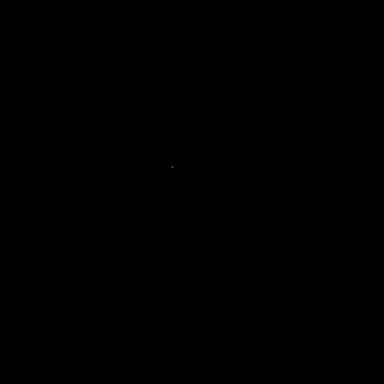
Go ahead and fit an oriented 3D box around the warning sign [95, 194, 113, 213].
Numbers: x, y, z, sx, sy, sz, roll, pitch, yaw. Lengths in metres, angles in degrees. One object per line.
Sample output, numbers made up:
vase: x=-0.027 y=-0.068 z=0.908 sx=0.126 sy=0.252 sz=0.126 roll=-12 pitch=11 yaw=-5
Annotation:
warning sign: x=-8.578 y=1.111 z=32.311 sx=1.300 sy=1.860 sz=1.060 roll=-1 pitch=0 yaw=28
